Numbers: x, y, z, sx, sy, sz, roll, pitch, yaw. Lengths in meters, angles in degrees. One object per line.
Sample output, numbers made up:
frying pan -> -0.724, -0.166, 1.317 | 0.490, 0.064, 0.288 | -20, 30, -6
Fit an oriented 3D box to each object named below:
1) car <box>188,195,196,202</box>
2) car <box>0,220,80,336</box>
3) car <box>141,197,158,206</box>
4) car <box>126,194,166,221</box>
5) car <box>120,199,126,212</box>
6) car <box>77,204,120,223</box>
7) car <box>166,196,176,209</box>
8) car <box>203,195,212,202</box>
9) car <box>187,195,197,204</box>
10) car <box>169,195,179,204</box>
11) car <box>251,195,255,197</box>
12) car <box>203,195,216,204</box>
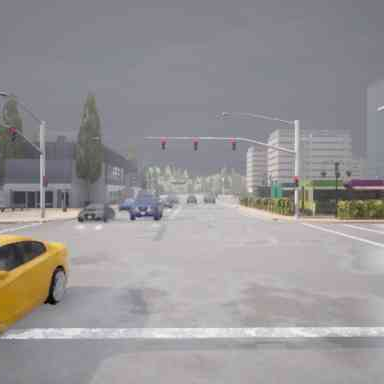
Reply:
car -> -0.018, 1.372, 73.979 | 1.837, 1.490, 4.892 | 0, 0, 0
car -> -3.602, 1.477, 5.248 | 1.882, 1.535, 5.008 | 0, 0, 0
car -> -7.097, 1.547, 56.053 | 2.033, 1.411, 5.357 | 0, 0, 0
car -> -3.607, 1.221, 27.121 | 2.150, 2.045, 5.566 | 0, 0, 0
car -> -7.109, 1.478, 38.237 | 1.882, 1.535, 5.008 | 0, 1, 0
car -> -7.105, 1.564, 25.078 | 1.994, 1.385, 4.181 | 0, 0, 0
car -> -3.609, 1.564, 43.896 | 1.994, 1.385, 4.181 | 0, 0, 0
car -> 3.482, 1.397, 73.981 | 1.812, 1.442, 4.674 | 0, 0, 0
car -> -0.016, 1.491, 63.705 | 2.128, 1.511, 4.902 | 0, 0, 0
car -> -3.577, 1.350, 61.099 | 2.097, 1.767, 4.553 | 0, 0, 0
car -> 17.748, 1.153, 86.877 | 4.605, 1.855, 1.932 | 0, 0, -2
car -> 3.484, 1.491, 63.706 | 2.128, 1.511, 4.902 | 0, 0, 0
